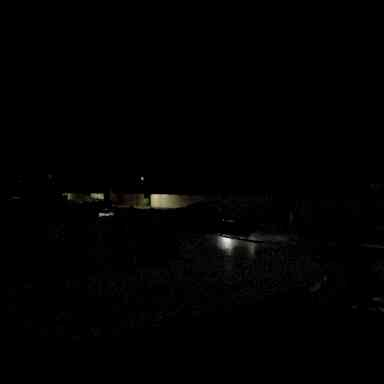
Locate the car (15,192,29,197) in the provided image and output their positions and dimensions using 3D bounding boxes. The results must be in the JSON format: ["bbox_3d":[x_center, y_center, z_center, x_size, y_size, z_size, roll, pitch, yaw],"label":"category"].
[{"bbox_3d":[-43.155,0.969,85.194,2.033,1.411,5.357,-1,1,-36],"label":"car"}]

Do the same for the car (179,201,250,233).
[{"bbox_3d":[1.058,1.294,18.609,1.882,1.535,5.008,-1,1,-36],"label":"car"}]

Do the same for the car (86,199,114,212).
[{"bbox_3d":[-9.403,1.327,33.213,1.895,1.301,4.718,-1,1,-36],"label":"car"}]

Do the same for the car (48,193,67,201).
[{"bbox_3d":[-18.938,0.956,46.677,1.837,1.490,4.892,-1,1,-36],"label":"car"}]
